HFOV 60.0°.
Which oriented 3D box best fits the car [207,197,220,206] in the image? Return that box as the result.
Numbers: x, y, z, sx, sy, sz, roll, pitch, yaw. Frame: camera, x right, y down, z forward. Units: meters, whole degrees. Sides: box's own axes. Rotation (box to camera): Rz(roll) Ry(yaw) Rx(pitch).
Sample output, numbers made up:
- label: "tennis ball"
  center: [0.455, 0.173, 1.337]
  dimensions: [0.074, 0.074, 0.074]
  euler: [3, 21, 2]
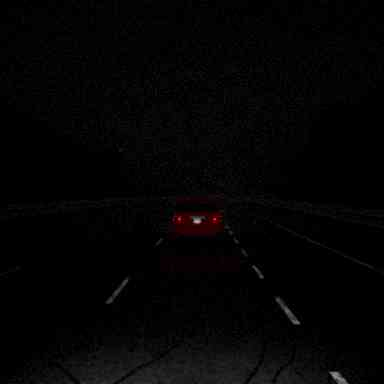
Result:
- label: "car"
  center: [3.860, 1.602, 58.989]
  dimensions: [2.033, 1.411, 5.357]
  euler: [0, 0, 7]

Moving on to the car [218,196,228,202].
- label: "car"
  center: [8.095, 1.672, 85.777]
  dimensions: [2.033, 1.411, 5.357]
  euler: [0, 0, 11]

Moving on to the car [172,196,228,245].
- label: "car"
  center: [0.300, 1.227, 15.605]
  dimensions: [2.150, 2.045, 5.566]
  euler: [0, 0, 2]

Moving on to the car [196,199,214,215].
- label: "car"
  center: [1.450, 1.548, 35.593]
  dimensions: [1.812, 1.442, 4.674]
  euler: [0, 0, 4]
